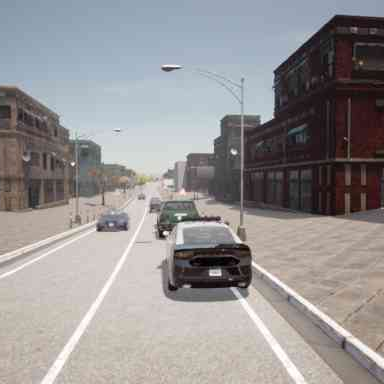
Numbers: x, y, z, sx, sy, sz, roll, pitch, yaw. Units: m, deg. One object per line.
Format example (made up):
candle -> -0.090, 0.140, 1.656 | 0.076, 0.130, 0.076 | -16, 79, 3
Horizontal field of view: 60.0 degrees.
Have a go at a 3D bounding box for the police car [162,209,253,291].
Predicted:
police car -> 0.230, 1.479, 9.381 | 1.930, 1.638, 5.238 | 0, -1, -6

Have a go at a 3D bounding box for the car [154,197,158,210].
car -> -1.578, 1.622, 25.287 | 2.150, 2.045, 5.566 | 0, -1, -7

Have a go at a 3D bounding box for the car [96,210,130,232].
car -> -5.337, 1.928, 23.007 | 1.994, 1.385, 4.181 | 0, -2, -7

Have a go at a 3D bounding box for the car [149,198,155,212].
car -> -4.951, 1.996, 46.295 | 1.837, 1.490, 4.892 | 0, -1, -7

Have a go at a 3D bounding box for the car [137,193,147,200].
car -> -11.618, 1.087, 77.070 | 1.837, 1.490, 4.892 | 0, 2, -7

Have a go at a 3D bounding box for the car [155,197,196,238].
car -> -0.875, 1.466, 19.318 | 2.150, 2.045, 5.566 | 0, -1, -7
